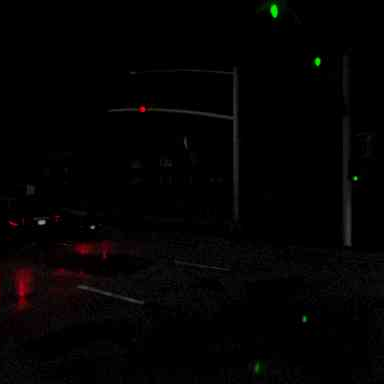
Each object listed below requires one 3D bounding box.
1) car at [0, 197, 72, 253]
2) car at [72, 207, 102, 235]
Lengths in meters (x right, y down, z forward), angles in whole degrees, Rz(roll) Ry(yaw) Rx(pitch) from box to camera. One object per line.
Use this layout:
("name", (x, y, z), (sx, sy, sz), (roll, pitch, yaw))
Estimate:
("car", (-7.685, 1.206, 13.733), (5.566, 2.045, 2.150), (0, 0, 35))
("car", (-6.634, 1.509, 17.261), (4.674, 1.442, 1.812), (0, 0, 35))
